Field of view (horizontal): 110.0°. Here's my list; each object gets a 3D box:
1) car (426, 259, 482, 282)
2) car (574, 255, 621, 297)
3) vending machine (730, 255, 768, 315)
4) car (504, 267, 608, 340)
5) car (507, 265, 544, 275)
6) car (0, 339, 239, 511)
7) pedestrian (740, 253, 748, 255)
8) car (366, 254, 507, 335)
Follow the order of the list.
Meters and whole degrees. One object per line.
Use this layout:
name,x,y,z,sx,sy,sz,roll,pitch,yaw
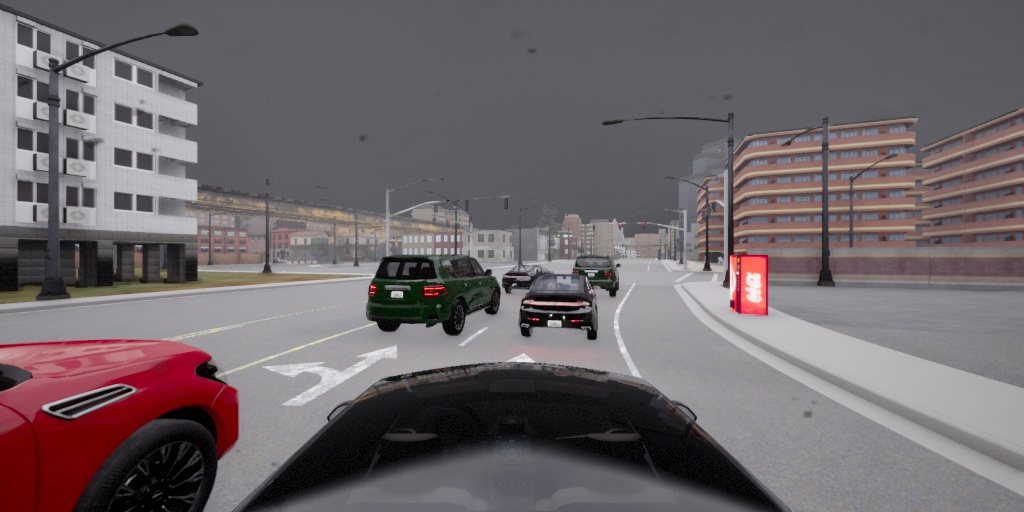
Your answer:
car,-4.129,0.975,26.331,1.837,1.490,4.892,0,0,21
car,4.567,0.977,19.337,2.150,2.045,5.566,0,0,19
vending machine,7.819,0.949,11.844,1.100,2.100,0.880,0,0,20
car,1.442,1.244,10.096,2.128,1.511,4.902,0,0,12
car,1.119,1.247,20.172,2.128,1.511,4.902,0,0,24
car,-3.264,0.971,0.539,2.150,2.045,5.566,0,0,-1
pedestrian,8.052,0.799,12.464,0.375,1.860,0.375,0,0,21
car,-1.991,0.974,10.808,2.150,2.045,5.566,0,0,14
